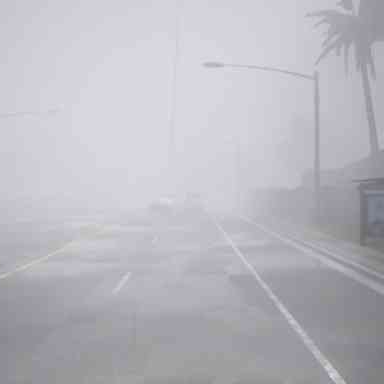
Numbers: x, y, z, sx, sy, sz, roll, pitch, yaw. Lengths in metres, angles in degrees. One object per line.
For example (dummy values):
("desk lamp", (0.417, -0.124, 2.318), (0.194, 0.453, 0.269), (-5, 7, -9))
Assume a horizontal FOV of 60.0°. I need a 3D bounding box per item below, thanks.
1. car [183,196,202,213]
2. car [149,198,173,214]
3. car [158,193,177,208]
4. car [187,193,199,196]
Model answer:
("car", (0.126, 1.486, 37.153), (1.812, 1.442, 4.674), (0, 0, 0))
("car", (-3.382, 1.576, 35.206), (1.895, 1.301, 4.718), (0, 0, 0))
("car", (-3.391, 1.150, 45.220), (2.150, 2.045, 5.566), (0, 0, 4))
("car", (0.129, 1.135, 47.435), (2.150, 2.045, 5.566), (0, 0, 0))
